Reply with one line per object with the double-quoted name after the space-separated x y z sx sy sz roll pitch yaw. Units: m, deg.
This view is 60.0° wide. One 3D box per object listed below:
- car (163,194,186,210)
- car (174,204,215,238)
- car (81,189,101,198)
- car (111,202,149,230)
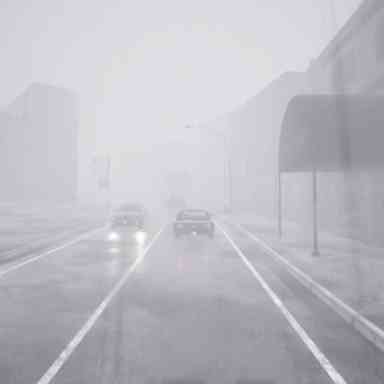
-2.075 1.040 38.288 2.097 1.767 4.553 1 1 -13 "car"
0.079 1.547 17.178 1.895 1.301 4.718 0 0 0 "car"
-18.262 0.214 60.059 1.882 1.535 5.008 3 0 -44 "car"
-3.741 1.419 20.725 1.837 1.490 4.892 0 1 -2 "car"
